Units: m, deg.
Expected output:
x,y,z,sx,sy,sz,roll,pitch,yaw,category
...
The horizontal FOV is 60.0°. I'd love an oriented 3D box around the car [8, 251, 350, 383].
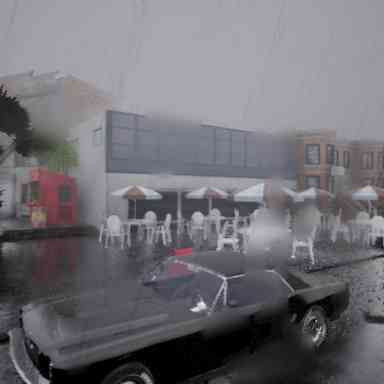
x,y,z,sx,sy,sz,roll,pitch,yaw,category
0.124,1.614,4.691,4.718,1.301,1.895,0,0,-35,car
